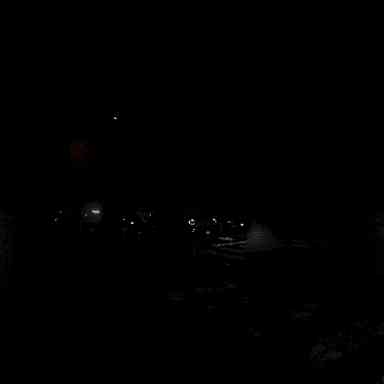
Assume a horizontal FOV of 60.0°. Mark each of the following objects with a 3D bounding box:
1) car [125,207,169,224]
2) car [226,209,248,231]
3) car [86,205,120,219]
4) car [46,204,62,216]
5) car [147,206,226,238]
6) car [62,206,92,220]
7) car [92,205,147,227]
[{"bbox_3d":[-4.201,2.082,30.271,1.895,1.301,4.718,0,-1,-36],"label":"car"},{"bbox_3d":[1.628,1.801,22.280,1.837,1.490,4.892,0,-1,-36],"label":"car"},{"bbox_3d":[-10.422,2.230,38.810,2.033,1.411,5.357,0,-1,-36],"label":"car"},{"bbox_3d":[-17.734,2.332,43.376,2.128,1.511,4.902,0,-1,-36],"label":"car"},{"bbox_3d":[-0.474,1.636,19.644,2.097,1.767,4.553,0,-1,-36],"label":"car"},{"bbox_3d":[-11.888,2.214,35.311,1.994,1.385,4.181,0,-1,-36],"label":"car"},{"bbox_3d":[-6.052,2.009,27.299,2.033,1.411,5.357,0,-1,-35],"label":"car"}]
